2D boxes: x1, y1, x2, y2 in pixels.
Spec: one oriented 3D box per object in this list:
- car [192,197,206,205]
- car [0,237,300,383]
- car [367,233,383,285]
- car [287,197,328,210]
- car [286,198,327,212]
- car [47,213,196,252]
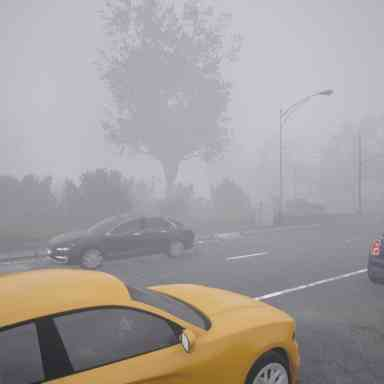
[{"bbox_3d":[1.536,1.546,58.214,1.895,1.301,4.718,0,0,-34],"label":"car"},{"bbox_3d":[-1.116,1.478,2.952,5.008,1.535,1.882,0,0,-35],"label":"car"},{"bbox_3d":[6.406,1.352,8.288,4.553,1.767,2.097,0,0,-35],"label":"car"},{"bbox_3d":[15.087,1.476,43.583,1.882,1.535,5.008,0,0,-32],"label":"car"},{"bbox_3d":[13.531,1.478,39.487,1.882,1.535,5.008,0,0,-32],"label":"car"},{"bbox_3d":[-2.156,1.505,11.036,4.892,1.490,1.837,0,0,-35],"label":"car"}]
